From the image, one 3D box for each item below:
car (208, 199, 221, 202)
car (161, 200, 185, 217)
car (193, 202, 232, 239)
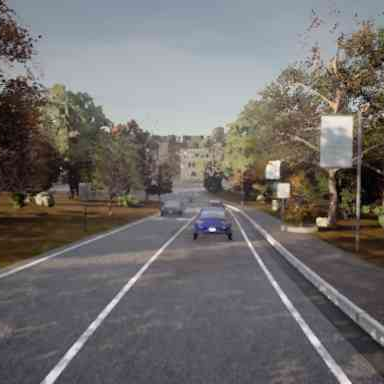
[{"bbox_3d":[2.365,1.442,34.919,1.812,1.442,4.674,0,0,3],"label":"car"},{"bbox_3d":[-1.648,1.426,30.058,1.812,1.442,4.674,1,0,4],"label":"car"},{"bbox_3d":[1.085,1.493,17.091,1.812,1.442,4.674,1,0,5],"label":"car"}]
